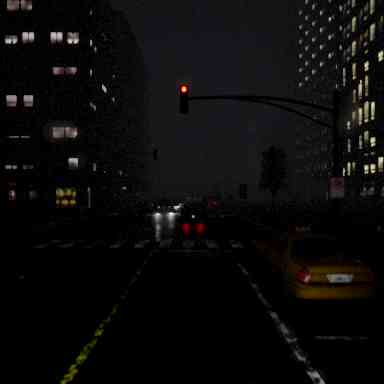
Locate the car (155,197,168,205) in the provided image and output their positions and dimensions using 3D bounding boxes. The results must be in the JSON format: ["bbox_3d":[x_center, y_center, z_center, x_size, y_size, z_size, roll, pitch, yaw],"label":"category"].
[{"bbox_3d":[-5.694,1.661,62.693,1.887,1.381,4.507,0,0,0],"label":"car"}]

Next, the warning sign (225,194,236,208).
[{"bbox_3d":[5.072,1.184,43.845,1.300,1.860,1.060,0,0,0],"label":"warning sign"}]

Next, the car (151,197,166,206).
[{"bbox_3d":[-5.694,1.652,57.167,2.008,1.369,4.403,0,0,0],"label":"car"}]

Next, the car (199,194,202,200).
[{"bbox_3d":[2.685,1.431,62.694,2.192,1.841,5.009,0,0,0],"label":"car"}]

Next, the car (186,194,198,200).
[{"bbox_3d":[-0.001,1.357,69.394,2.150,2.045,5.566,0,0,0],"label":"car"}]

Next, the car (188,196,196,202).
[{"bbox_3d":[0.000,1.619,79.781,2.033,1.411,5.357,0,0,0],"label":"car"}]

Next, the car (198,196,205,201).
[{"bbox_3d":[2.686,1.725,90.497,1.752,1.417,4.829,0,0,0],"label":"car"}]

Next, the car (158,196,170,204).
[{"bbox_3d":[-5.695,1.572,68.221,1.967,1.590,4.097,0,0,0],"label":"car"}]

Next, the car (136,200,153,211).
[{"bbox_3d":[-5.693,1.613,40.587,2.008,1.369,4.403,0,0,0],"label":"car"}]

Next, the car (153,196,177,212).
[{"bbox_3d":[-3.099,1.563,39.018,1.837,1.490,4.892,0,0,0],"label":"car"}]

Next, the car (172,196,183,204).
[{"bbox_3d":[-3.001,1.655,70.654,2.033,1.411,5.357,0,0,0],"label":"car"}]

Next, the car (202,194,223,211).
[{"bbox_3d":[2.685,1.377,40.588,2.192,1.841,5.009,0,0,0],"label":"car"}]

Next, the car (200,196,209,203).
[{"bbox_3d":[2.686,1.693,73.747,1.887,1.381,4.507,0,0,0],"label":"car"}]

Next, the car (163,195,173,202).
[{"bbox_3d":[-5.695,1.605,79.274,1.967,1.590,4.097,0,0,0],"label":"car"}]

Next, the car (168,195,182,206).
[{"bbox_3d":[-3.087,1.659,54.984,1.994,1.385,4.181,0,0,0],"label":"car"}]

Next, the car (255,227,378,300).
[{"bbox_3d":[2.687,1.535,8.345,1.752,1.417,4.829,0,0,0],"label":"car"}]

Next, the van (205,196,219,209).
[{"bbox_3d":[2.685,1.415,46.114,1.690,1.788,3.998,0,0,0],"label":"van"}]

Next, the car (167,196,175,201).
[{"bbox_3d":[-5.694,1.724,90.157,1.752,1.417,4.829,0,0,0],"label":"car"}]

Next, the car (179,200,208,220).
[{"bbox_3d":[0.092,1.649,28.833,1.895,1.301,4.718,0,0,0],"label":"car"}]

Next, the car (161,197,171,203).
[{"bbox_3d":[-5.694,1.730,73.747,1.802,1.307,4.206,0,0,0],"label":"car"}]
